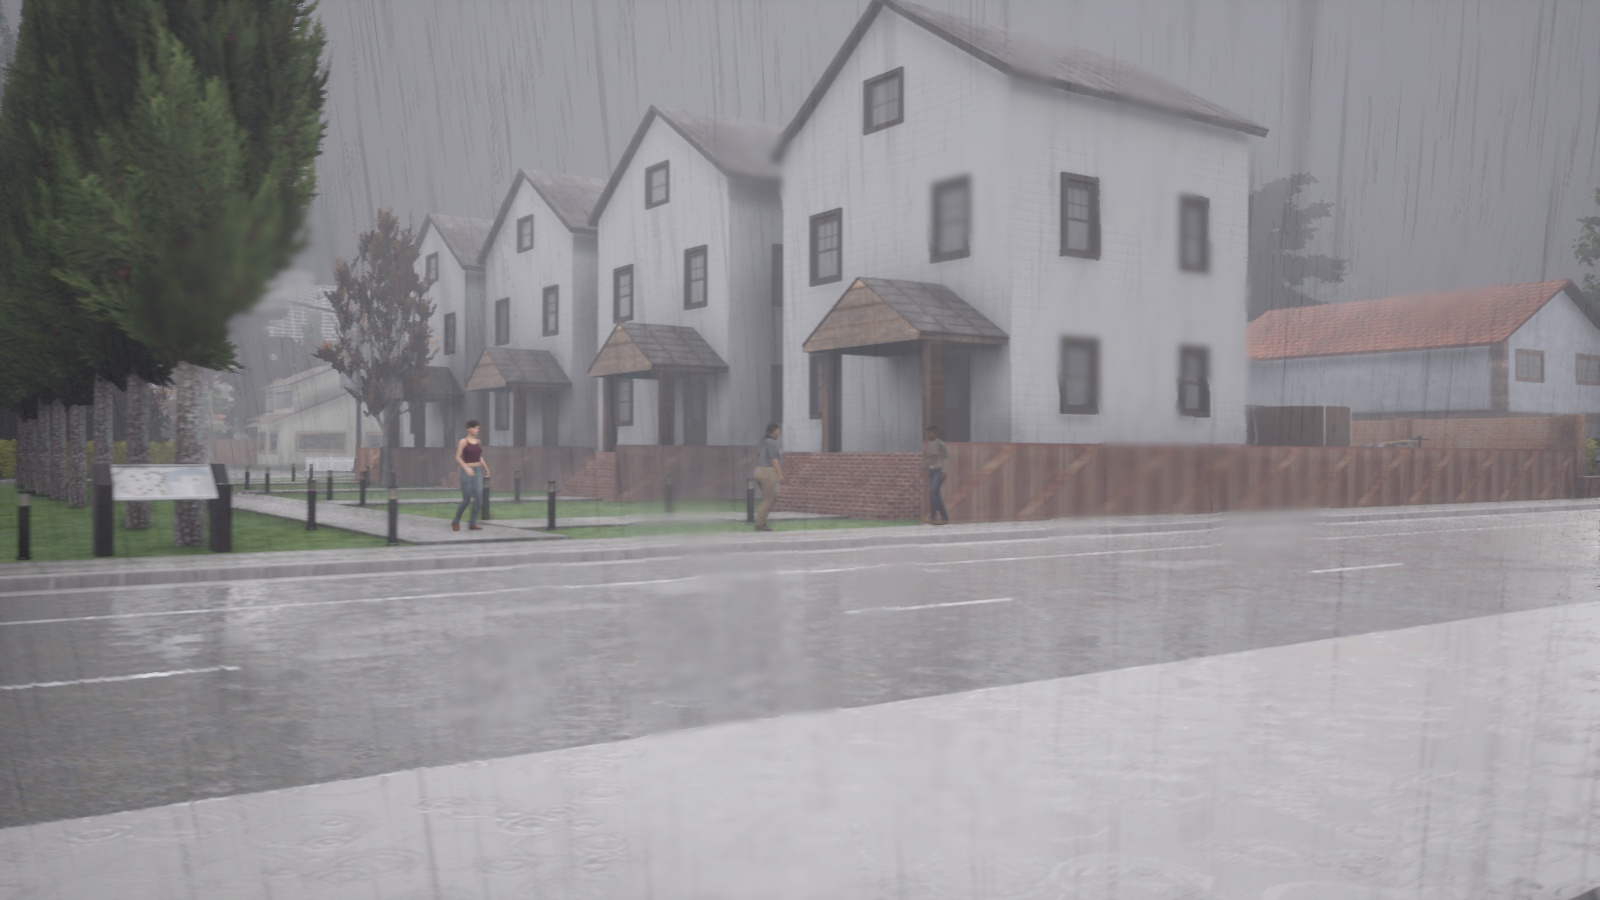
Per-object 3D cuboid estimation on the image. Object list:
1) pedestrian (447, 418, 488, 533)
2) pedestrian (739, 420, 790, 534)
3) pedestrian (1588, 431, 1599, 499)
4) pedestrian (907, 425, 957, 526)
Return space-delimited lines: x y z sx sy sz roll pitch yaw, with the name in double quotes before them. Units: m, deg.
"pedestrian" -5.386 0.411 20.346 0.594 1.836 0.345 0 0 38
"pedestrian" -0.593 0.443 20.748 0.694 1.848 0.540 0 0 -23
"pedestrian" 23.311 0.439 36.262 0.873 1.952 0.659 0 0 -36
"pedestrian" 2.401 0.451 22.819 0.869 1.805 0.328 0 0 -27
